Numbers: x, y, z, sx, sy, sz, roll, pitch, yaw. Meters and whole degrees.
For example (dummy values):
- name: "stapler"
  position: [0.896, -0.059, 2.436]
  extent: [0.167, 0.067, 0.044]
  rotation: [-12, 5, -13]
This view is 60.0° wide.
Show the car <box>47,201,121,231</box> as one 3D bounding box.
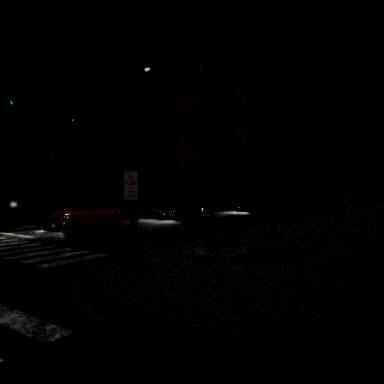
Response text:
- name: "car"
  position: [-6.704, 1.370, 21.012]
  extent: [2.097, 1.767, 4.553]
  rotation: [0, 0, 35]

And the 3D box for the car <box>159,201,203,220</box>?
- name: "car"
  position: [-0.883, 1.540, 29.221]
  extent: [1.837, 1.490, 4.892]
  rotation: [0, 0, 35]

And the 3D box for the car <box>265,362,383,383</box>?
- name: "car"
  position: [2.194, 1.551, 1.277]
  extent: [4.403, 1.369, 2.008]
  rotation: [0, 0, 36]

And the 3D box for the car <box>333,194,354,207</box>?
- name: "car"
  position: [24.099, 1.347, 52.878]
  extent: [2.150, 2.045, 5.566]
  rotation: [0, 0, 35]

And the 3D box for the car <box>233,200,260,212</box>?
- name: "car"
  position: [6.509, 1.625, 39.631]
  extent: [1.994, 1.385, 4.181]
  rotation: [0, 0, 35]
